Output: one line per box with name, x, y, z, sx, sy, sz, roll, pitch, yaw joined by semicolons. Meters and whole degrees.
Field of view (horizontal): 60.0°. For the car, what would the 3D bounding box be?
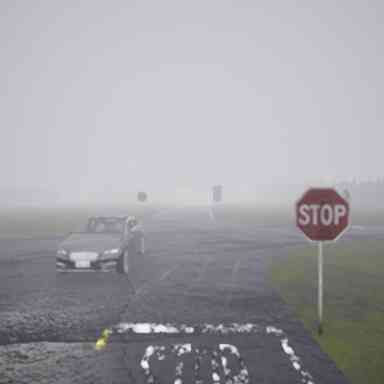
car;-2.677;1.522;10.678;2.128;1.511;4.902;0;0;1
